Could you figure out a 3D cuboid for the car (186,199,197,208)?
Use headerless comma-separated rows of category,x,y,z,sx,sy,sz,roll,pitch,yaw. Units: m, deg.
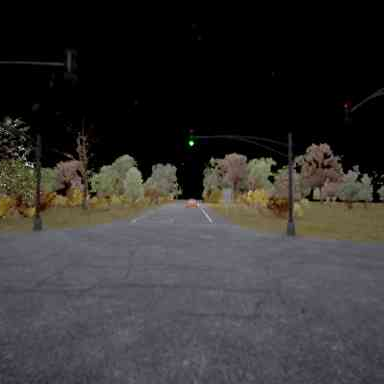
car,-0.039,2.157,64.835,2.097,1.767,4.553,0,-1,0

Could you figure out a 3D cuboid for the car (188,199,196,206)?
car,-0.045,2.297,74.870,1.812,1.442,4.674,0,-1,0
